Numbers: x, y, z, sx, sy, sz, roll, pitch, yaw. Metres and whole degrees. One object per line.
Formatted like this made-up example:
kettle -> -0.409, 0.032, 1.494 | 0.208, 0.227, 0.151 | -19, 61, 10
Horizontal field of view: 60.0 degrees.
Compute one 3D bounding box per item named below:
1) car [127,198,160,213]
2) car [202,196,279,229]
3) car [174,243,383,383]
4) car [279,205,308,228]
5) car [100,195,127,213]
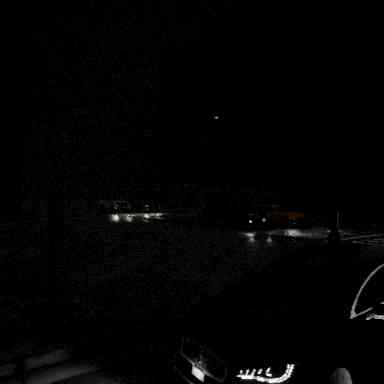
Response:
car -> -5.672, 1.574, 40.439 | 2.097, 1.767, 4.553 | 1, -1, -36
car -> 2.940, 1.343, 22.947 | 2.150, 2.045, 5.566 | 1, 0, -34
car -> 2.043, 1.565, 4.698 | 4.892, 1.490, 1.837 | 1, 0, -35
car -> 6.003, 1.662, 24.202 | 1.882, 1.535, 5.008 | 1, 0, -36
car -> -9.222, 1.388, 39.811 | 2.150, 2.045, 5.566 | 1, -1, -36
